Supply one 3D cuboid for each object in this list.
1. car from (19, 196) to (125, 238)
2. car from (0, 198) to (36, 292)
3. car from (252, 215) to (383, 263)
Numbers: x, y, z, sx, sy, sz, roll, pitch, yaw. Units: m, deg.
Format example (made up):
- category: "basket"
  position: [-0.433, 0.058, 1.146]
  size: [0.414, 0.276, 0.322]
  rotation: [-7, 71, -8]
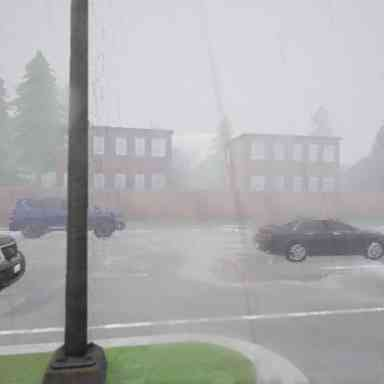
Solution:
- category: "car"
  position: [-6.276, 1.252, 17.077]
  size: [5.566, 2.045, 2.150]
  rotation: [0, 0, -10]
- category: "car"
  position: [-6.338, 1.196, 6.393]
  size: [5.566, 2.045, 2.150]
  rotation: [1, 0, -10]
- category: "car"
  position: [4.631, 1.607, 11.976]
  size: [4.892, 1.490, 1.837]
  rotation: [0, 0, -11]
